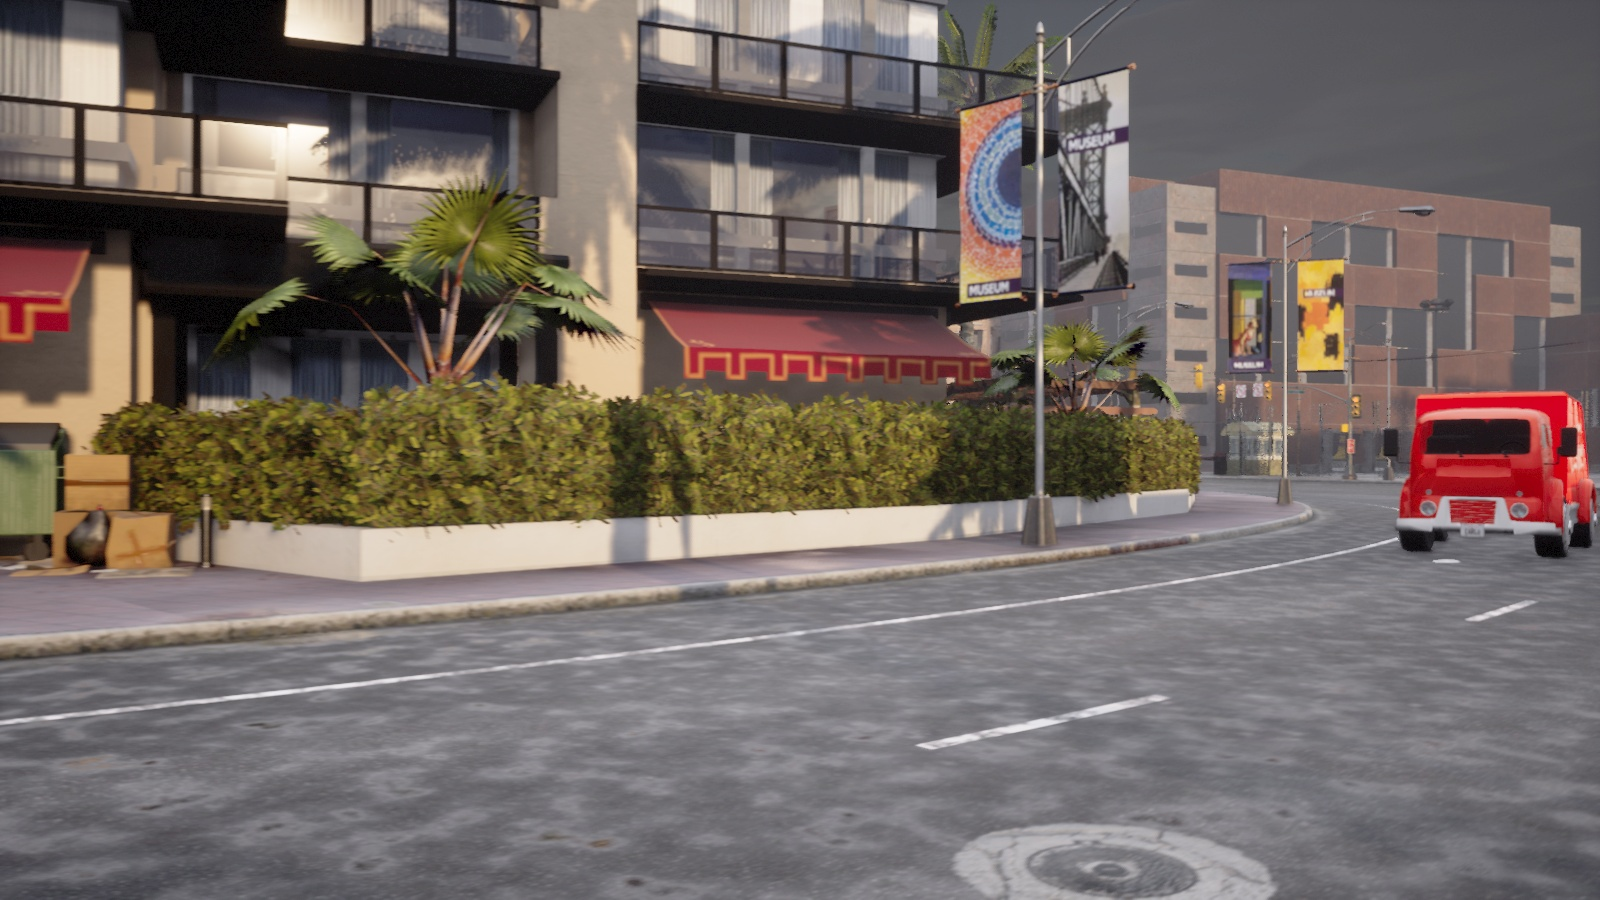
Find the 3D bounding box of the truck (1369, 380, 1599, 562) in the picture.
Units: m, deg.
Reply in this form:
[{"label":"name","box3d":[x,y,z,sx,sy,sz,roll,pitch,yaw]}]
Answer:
[{"label":"truck","box3d":[10.987,0.288,19.893,2.627,2.467,5.204,0,0,35]}]
